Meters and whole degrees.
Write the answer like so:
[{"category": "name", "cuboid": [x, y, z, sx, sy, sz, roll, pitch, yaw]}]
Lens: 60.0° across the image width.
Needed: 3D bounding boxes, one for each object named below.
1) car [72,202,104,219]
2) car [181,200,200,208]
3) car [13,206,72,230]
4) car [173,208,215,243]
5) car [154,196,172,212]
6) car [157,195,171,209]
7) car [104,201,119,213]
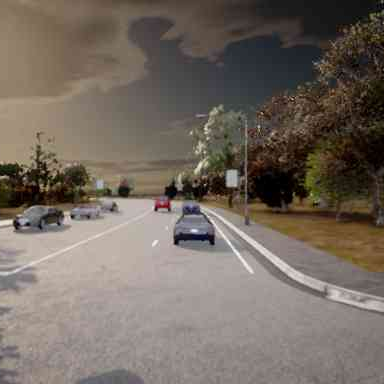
[{"category": "car", "cuboid": [-10.585, 1.905, 33.231, 1.895, 1.301, 4.718, 0, 0, -1]}, {"category": "car", "cuboid": [-0.171, 1.692, 39.507, 2.097, 1.767, 4.553, 0, 0, -2]}, {"category": "car", "cuboid": [-10.579, 1.723, 23.276, 2.128, 1.511, 4.902, 0, 0, 0]}, {"category": "car", "cuboid": [0.100, 1.737, 16.998, 1.994, 1.385, 4.181, 0, -1, 0]}, {"category": "car", "cuboid": [-3.946, 1.584, 44.946, 2.150, 2.045, 5.566, 0, 0, -3]}, {"category": "car", "cuboid": [-4.738, 1.619, 55.692, 2.150, 2.045, 5.566, 0, 0, -7]}, {"category": "car", "cuboid": [-10.893, 1.881, 43.512, 1.812, 1.442, 4.674, 0, 0, -2]}]
